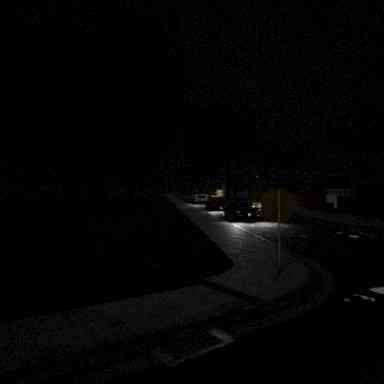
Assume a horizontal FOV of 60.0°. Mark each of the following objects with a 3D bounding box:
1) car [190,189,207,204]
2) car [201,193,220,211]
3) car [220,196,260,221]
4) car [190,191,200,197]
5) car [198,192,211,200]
[{"bbox_3d":[1.203,0.659,48.605,2.150,2.045,5.566,-1,1,-6],"label":"car"},{"bbox_3d":[2.566,1.167,35.272,2.033,1.411,5.357,-1,1,-6],"label":"car"},{"bbox_3d":[3.637,1.264,24.866,1.837,1.490,4.892,-1,1,-6],"label":"car"},{"bbox_3d":[0.692,0.426,81.180,1.812,1.442,4.674,-1,1,-6],"label":"car"},{"bbox_3d":[2.331,0.767,65.310,1.895,1.301,4.718,-1,1,-6],"label":"car"}]
